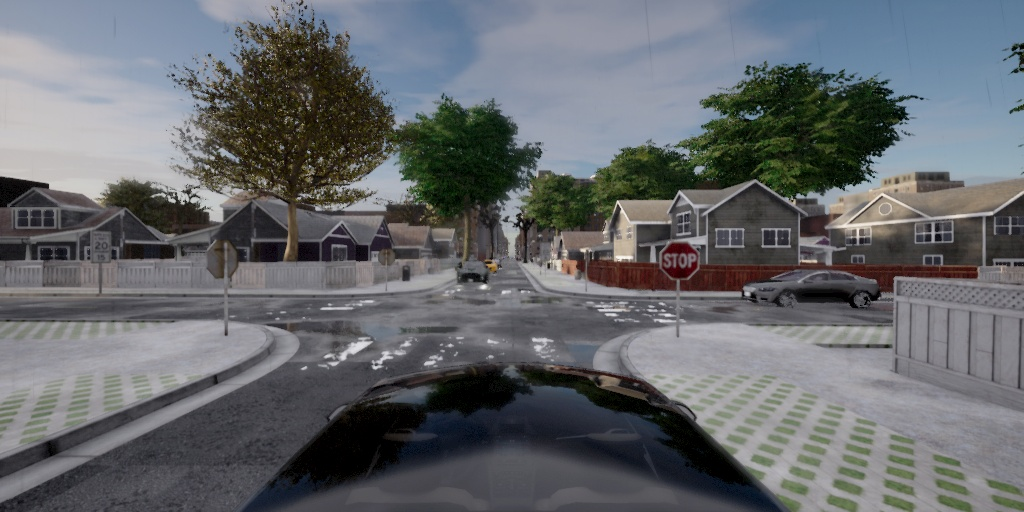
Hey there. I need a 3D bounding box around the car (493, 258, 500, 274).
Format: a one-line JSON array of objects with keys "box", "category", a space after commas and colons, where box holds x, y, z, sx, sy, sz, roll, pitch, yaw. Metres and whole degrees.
[{"box": [-2.778, 1.225, 42.191, 1.882, 1.535, 5.008, 0, 0, 0], "category": "car"}]

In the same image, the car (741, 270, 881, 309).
[{"box": [12.174, 1.310, 14.784, 4.902, 1.511, 2.128, 0, 0, 0], "category": "car"}]

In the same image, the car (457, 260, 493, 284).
[{"box": [-2.807, 1.098, 26.717, 2.097, 1.767, 4.553, 0, 0, 0], "category": "car"}]

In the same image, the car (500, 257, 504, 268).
[{"box": [-2.689, 1.279, 59.168, 1.812, 1.442, 4.674, 0, 0, 1], "category": "car"}]
